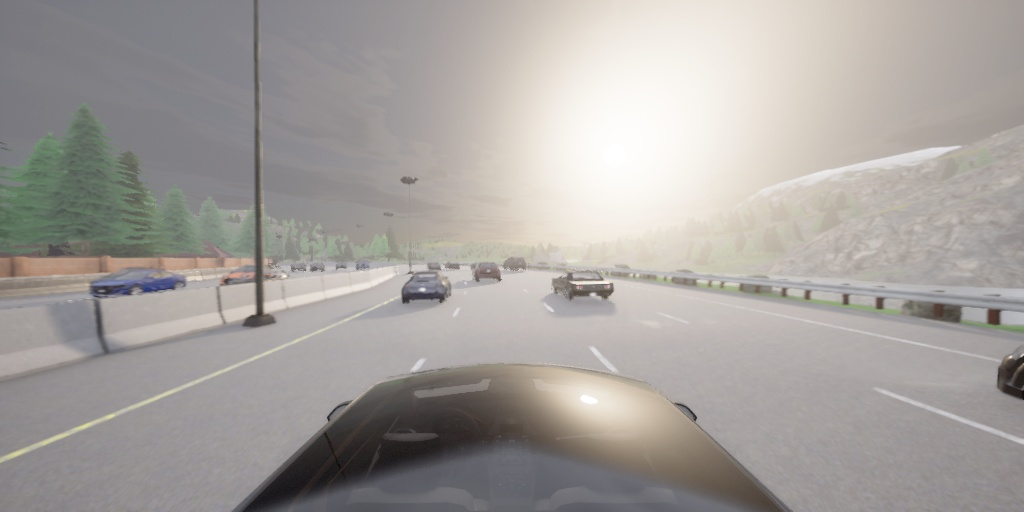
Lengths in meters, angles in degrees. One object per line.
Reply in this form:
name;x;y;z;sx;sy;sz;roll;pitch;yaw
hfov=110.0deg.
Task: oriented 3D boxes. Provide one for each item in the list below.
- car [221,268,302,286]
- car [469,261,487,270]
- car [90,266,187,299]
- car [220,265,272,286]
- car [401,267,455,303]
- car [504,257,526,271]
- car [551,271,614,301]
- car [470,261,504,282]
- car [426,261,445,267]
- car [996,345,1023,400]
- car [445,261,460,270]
car;-15.363;1.639;22.371;1.895;1.301;4.718;-1;0;-7
car;-5.531;1.571;58.387;1.994;1.385;4.181;-1;0;-20
car;-22.361;1.616;21.742;1.882;1.535;5.008;-1;0;-7
car;-19.582;1.466;26.912;2.097;1.767;4.553;-1;0;-9
car;-4.063;1.423;17.478;1.994;1.385;4.181;-1;0;-6
car;0.314;1.125;52.241;2.150;2.045;5.566;0;0;-18
car;3.226;1.353;17.422;1.895;1.301;4.718;-1;0;-6
car;-2.300;1.227;31.310;2.097;1.767;4.553;-1;0;-10
car;-12.760;1.604;58.071;2.128;1.511;4.902;0;0;-20
car;7.076;1.214;2.680;1.994;1.385;4.181;-1;0;-1
car;-10.358;1.566;61.774;1.882;1.535;5.008;0;0;-21
